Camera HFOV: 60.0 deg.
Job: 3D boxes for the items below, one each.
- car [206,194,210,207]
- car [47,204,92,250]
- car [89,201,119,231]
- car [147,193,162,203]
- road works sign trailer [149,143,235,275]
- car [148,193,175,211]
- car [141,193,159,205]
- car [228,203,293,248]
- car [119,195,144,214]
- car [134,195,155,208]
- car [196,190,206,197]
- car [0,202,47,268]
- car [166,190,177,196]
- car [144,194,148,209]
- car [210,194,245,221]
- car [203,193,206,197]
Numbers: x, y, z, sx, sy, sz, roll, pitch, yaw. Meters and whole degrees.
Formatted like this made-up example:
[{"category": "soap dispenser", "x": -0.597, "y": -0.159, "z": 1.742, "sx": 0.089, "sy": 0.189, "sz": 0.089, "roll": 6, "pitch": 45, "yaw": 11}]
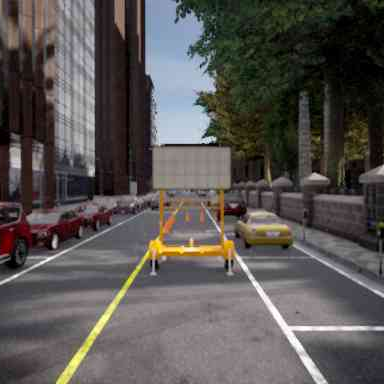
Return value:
[{"category": "car", "x": 2.736, "y": 1.133, "z": 35.486, "sx": 1.752, "sy": 1.417, "sz": 4.829, "roll": 0, "pitch": 1, "yaw": 0}, {"category": "car", "x": -5.772, "y": 1.391, "z": 13.480, "sx": 1.887, "sy": 1.381, "sz": 4.507, "roll": 0, "pitch": 1, "yaw": 0}, {"category": "car", "x": -5.776, "y": 1.332, "z": 18.937, "sx": 1.887, "sy": 1.381, "sz": 4.507, "roll": 0, "pitch": 1, "yaw": 0}, {"category": "car", "x": -5.802, "y": 0.960, "z": 51.507, "sx": 1.752, "sy": 1.417, "sz": 4.829, "roll": 0, "pitch": 1, "yaw": 0}, {"category": "road works sign trailer", "x": -0.007, "y": 0.349, "z": 10.024, "sx": 2.380, "sy": 3.560, "sz": 2.880, "roll": 0, "pitch": 1, "yaw": 0}, {"category": "car", "x": -3.123, "y": 1.123, "z": 34.514, "sx": 1.837, "sy": 1.490, "sz": 4.892, "roll": 0, "pitch": 1, "yaw": 0}, {"category": "car", "x": -5.798, "y": 0.932, "z": 46.220, "sx": 1.967, "sy": 1.590, "sz": 4.097, "roll": 0, "pitch": 1, "yaw": 0}, {"category": "car", "x": 2.753, "y": 1.370, "z": 13.661, "sx": 1.752, "sy": 1.417, "sz": 4.829, "roll": 0, "pitch": 1, "yaw": 0}, {"category": "car", "x": -5.785, "y": 1.108, "z": 29.849, "sx": 1.967, "sy": 1.590, "sz": 4.097, "roll": 0, "pitch": 1, "yaw": 0}, {"category": "car", "x": -5.794, "y": 1.095, "z": 40.764, "sx": 1.887, "sy": 1.381, "sz": 4.507, "roll": 0, "pitch": 1, "yaw": 0}, {"category": "car", "x": 2.698, "y": 0.537, "z": 83.651, "sx": 1.967, "sy": 1.590, "sz": 4.097, "roll": 0, "pitch": 1, "yaw": 0}, {"category": "car", "x": -5.768, "y": 1.223, "z": 8.021, "sx": 2.192, "sy": 1.841, "sz": 5.009, "roll": 0, "pitch": 1, "yaw": 0}, {"category": "car", "x": -5.832, "y": 0.356, "z": 89.081, "sx": 2.192, "sy": 1.841, "sz": 5.009, "roll": 0, "pitch": 1, "yaw": 0}, {"category": "car", "x": -5.789, "y": 1.160, "z": 35.307, "sx": 2.008, "sy": 1.369, "sz": 4.403, "roll": 0, "pitch": 1, "yaw": 0}, {"category": "car", "x": 2.744, "y": 1.043, "z": 24.401, "sx": 2.192, "sy": 1.841, "sz": 5.009, "roll": 0, "pitch": 1, "yaw": 0}, {"category": "car", "x": 2.732, "y": 1.116, "z": 40.773, "sx": 1.947, "sy": 1.339, "sz": 4.313, "roll": 0, "pitch": 1, "yaw": 0}]
